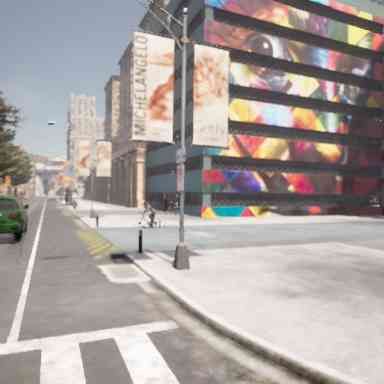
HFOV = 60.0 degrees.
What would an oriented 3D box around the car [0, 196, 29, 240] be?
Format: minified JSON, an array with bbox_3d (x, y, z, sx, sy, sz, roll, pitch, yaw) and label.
[{"bbox_3d":[-9.626,1.228,16.769,2.150,2.045,5.566,1,-1,-23],"label":"car"}]

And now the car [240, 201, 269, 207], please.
[{"bbox_3d":[6.899,1.768,37.356,2.002,1.452,4.674,1,-1,-24],"label":"car"}]

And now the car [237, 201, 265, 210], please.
[{"bbox_3d":[9.040,2.068,51.145,1.895,1.301,4.718,1,-1,-24],"label":"car"}]

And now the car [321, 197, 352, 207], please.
[{"bbox_3d":[25.665,1.966,59.310,2.435,2.045,5.566,1,-1,-24],"label":"car"}]

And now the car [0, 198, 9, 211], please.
[{"bbox_3d":[-24.430,1.526,41.997,1.812,1.442,4.674,1,0,-23],"label":"car"}]

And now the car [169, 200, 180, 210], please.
[{"bbox_3d":[-1.757,1.812,46.887,2.161,1.482,4.786,1,-1,-24],"label":"car"}]

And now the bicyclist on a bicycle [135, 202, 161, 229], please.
[{"bbox_3d":[-2.694,1.447,20.383,1.656,1.620,0.582,1,0,-24],"label":"bicyclist on a bicycle"}]
